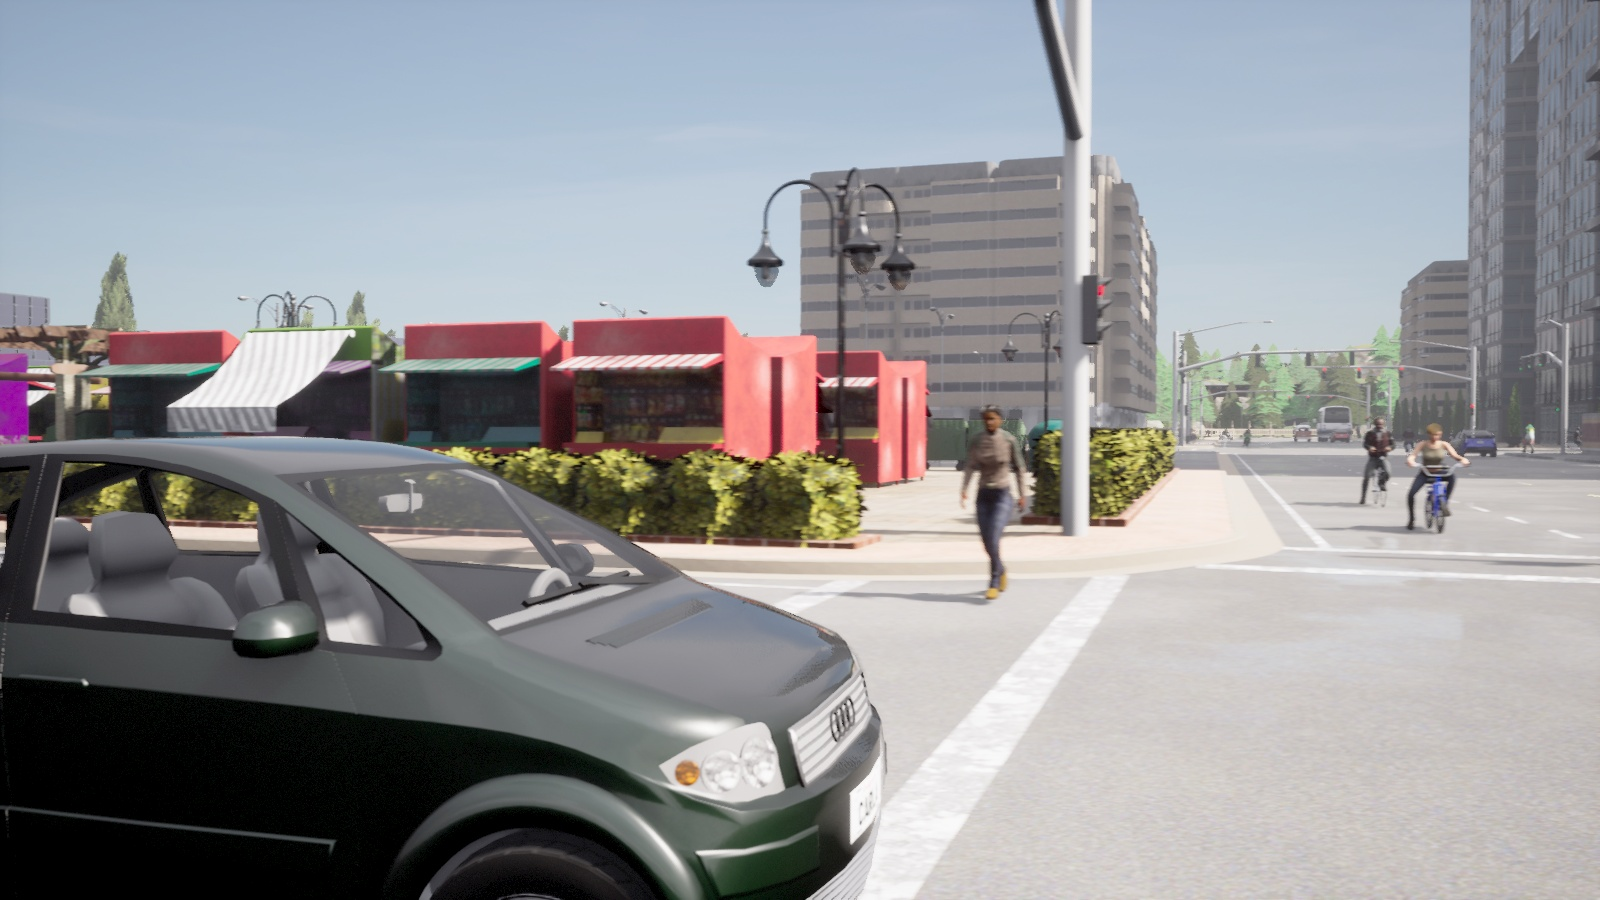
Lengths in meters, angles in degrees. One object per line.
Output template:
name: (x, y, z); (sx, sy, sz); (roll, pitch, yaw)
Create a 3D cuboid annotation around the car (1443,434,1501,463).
car: (37.012, -0.128, 69.262); (2.007, 1.525, 4.514); (1, 1, 18)

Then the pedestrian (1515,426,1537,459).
pedestrian: (42.270, -0.438, 73.102); (0.659, 1.952, 0.873); (0, 1, -13)

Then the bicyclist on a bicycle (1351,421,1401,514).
bicyclist on a bicycle: (11.389, 0.324, 24.867); (0.659, 1.776, 1.843); (1, 1, 18)

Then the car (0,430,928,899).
car: (-1.592, 0.729, 3.888); (3.705, 1.549, 1.789); (1, 1, 15)

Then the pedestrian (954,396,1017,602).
pedestrian: (1.701, 0.418, 11.461); (0.328, 1.805, 0.869); (1, 1, 24)

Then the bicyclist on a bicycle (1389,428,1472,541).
bicyclist on a bicycle: (9.374, 0.477, 18.717); (0.866, 1.612, 1.509); (1, 1, 18)
